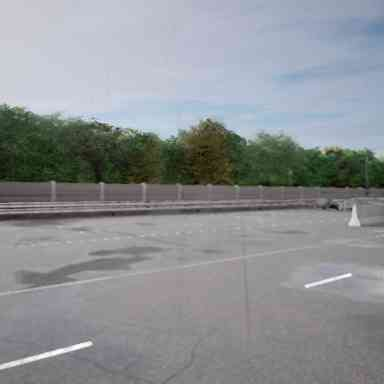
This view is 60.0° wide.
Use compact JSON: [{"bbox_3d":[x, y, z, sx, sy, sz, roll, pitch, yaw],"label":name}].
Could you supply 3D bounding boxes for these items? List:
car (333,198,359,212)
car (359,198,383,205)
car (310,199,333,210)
[{"bbox_3d":[19.421,1.497,39.694,4.553,1.767,2.097,0,0,-36],"label":"car"},{"bbox_3d":[20.790,1.495,36.368,4.553,1.767,2.097,0,0,-36],"label":"car"},{"bbox_3d":[16.818,1.617,42.133,4.181,1.385,1.994,2,-1,-36],"label":"car"}]
